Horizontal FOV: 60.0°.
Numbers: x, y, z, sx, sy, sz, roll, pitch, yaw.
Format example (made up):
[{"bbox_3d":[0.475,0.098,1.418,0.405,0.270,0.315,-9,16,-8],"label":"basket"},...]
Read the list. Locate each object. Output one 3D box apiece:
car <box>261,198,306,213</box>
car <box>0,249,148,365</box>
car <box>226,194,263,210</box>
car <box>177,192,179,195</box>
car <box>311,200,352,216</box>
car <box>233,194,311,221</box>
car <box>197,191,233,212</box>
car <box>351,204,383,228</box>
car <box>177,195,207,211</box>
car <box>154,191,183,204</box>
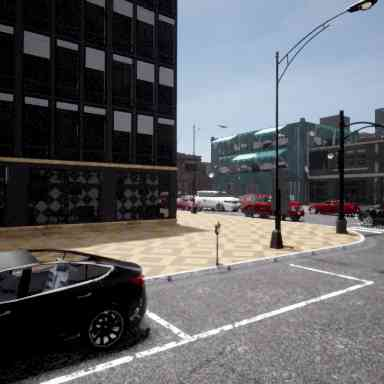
[{"bbox_3d":[9.309,1.340,34.200,1.802,1.307,4.206,1,0,-36],"label":"car"},{"bbox_3d":[-2.706,1.566,4.624,4.313,1.339,1.947,0,0,-35],"label":"car"},{"bbox_3d":[6.032,1.130,38.674,1.967,1.590,4.097,1,0,-36],"label":"car"},{"bbox_3d":[-0.528,1.101,47.619,2.008,1.369,4.403,1,0,-36],"label":"car"},{"bbox_3d":[12.589,1.371,29.728,1.887,1.381,4.507,1,0,-36],"label":"car"},{"bbox_3d":[5.836,1.101,24.773,2.192,1.841,5.009,1,0,-36],"label":"car"},{"bbox_3d":[2.521,0.908,33.657,2.150,2.045,5.566,0,0,-36],"label":"car"},{"bbox_3d":[11.964,1.449,18.986,1.837,1.490,4.892,1,1,-21],"label":"car"},{"bbox_3d":[-0.729,1.231,33.719,1.802,1.307,4.206,1,0,-36],"label":"car"},{"bbox_3d":[-3.802,0.793,52.091,2.192,1.841,5.009,1,0,-36],"label":"car"}]
